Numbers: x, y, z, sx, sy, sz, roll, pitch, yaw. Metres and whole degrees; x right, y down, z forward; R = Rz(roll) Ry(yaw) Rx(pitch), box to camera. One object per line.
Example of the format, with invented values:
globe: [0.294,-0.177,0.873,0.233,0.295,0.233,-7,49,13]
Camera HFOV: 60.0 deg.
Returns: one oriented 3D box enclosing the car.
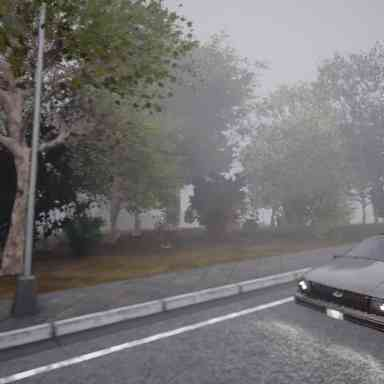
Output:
car: [4.454,1.577,6.863,5.357,1.411,2.033,0,0,-36]
